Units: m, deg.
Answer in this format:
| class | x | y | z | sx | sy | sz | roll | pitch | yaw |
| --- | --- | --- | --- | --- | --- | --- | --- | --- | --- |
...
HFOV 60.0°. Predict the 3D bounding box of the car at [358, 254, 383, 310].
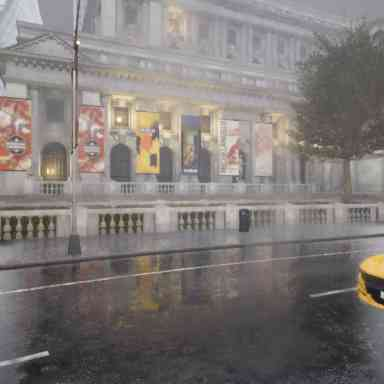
| class | x | y | z | sx | sy | sz | roll | pitch | yaw |
| --- | --- | --- | --- | --- | --- | --- | --- | --- | --- |
| car | 5.547 | 1.477 | 6.598 | 5.008 | 1.535 | 1.882 | 0 | 0 | -25 |
